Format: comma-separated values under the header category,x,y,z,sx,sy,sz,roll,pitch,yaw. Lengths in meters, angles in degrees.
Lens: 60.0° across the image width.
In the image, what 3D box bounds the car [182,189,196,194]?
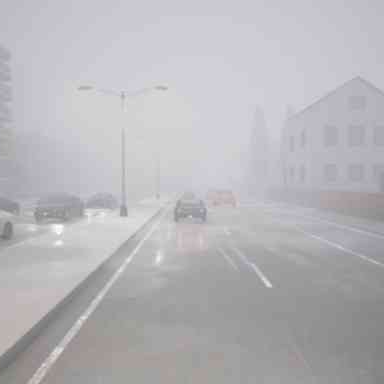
category,x,y,z,sx,sy,sz,roll,pitch,yaw
car,-0.408,0.302,46.072,1.812,1.442,4.674,0,1,-1

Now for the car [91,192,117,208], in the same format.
category,x,y,z,sx,sy,sz,roll,pitch,yaw
car,-8.395,0.742,31.257,1.994,1.385,4.181,0,2,0

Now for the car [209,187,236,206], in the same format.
category,x,y,z,sx,sy,sz,roll,pitch,yaw
car,3.142,0.446,33.892,2.097,1.767,4.553,0,1,-1

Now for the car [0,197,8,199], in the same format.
category,x,y,z,sx,sy,sz,roll,pitch,yaw
car,-11.795,0.984,18.992,1.882,1.535,5.008,0,2,-1

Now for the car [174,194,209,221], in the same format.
category,x,y,z,sx,sy,sz,roll,pitch,yaw
car,-0.119,1.040,21.026,1.895,1.301,4.718,0,2,-1

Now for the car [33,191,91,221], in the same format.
category,x,y,z,sx,sy,sz,roll,pitch,yaw
car,-8.317,0.947,21.248,1.837,1.490,4.892,0,2,0

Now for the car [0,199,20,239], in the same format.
category,x,y,z,sx,sy,sz,roll,pitch,yaw
car,-8.207,1.213,12.015,1.812,1.442,4.674,0,2,-1

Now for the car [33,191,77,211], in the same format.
category,x,y,z,sx,sy,sz,roll,pitch,yaw
car,-11.884,0.742,29.147,1.837,1.490,4.892,0,2,0

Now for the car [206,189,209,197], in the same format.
category,x,y,z,sx,sy,sz,roll,pitch,yaw
car,3.027,0.101,46.995,2.097,1.767,4.553,0,2,0
